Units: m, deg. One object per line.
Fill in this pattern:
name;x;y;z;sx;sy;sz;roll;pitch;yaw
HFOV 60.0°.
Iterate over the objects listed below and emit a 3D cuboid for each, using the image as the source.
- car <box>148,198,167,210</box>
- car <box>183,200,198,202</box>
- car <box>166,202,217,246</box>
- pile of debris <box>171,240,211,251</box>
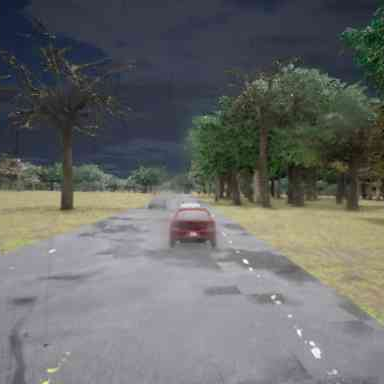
car;-3.954;1.356;38.770;1.994;1.385;4.181;0;1;-1
car;-0.182;1.438;34.101;1.895;1.301;4.718;0;1;-1
car;0.031;1.445;15.064;1.882;1.535;5.008;0;0;0
pile of debris;-0.043;2.150;13.425;1.500;0.140;1.860;0;0;0
